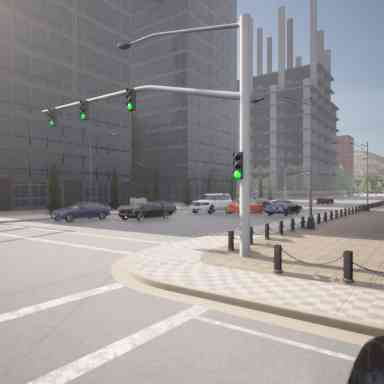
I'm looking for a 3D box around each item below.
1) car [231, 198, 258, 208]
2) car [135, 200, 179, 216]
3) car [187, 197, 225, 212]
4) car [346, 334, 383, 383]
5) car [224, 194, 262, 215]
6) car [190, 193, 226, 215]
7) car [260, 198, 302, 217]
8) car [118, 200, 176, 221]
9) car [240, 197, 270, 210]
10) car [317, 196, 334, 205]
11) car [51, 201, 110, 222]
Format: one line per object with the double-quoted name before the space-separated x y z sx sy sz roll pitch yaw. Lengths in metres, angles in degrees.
"car" 7.596 1.545 47.893 1.895 1.301 4.718 0 0 36
"car" -3.389 1.508 32.682 1.994 1.385 4.181 0 0 36
"car" 1.751 1.436 39.809 2.128 1.511 4.902 0 0 36
"car" 3.036 1.564 1.803 4.181 1.385 1.994 0 0 36
"car" 5.407 1.296 32.573 2.097 1.767 4.553 0 0 36
"car" 2.109 1.166 34.319 2.150 2.045 5.566 0 0 36
"car" 8.606 1.492 31.027 2.033 1.411 5.357 0 0 36
"car" -3.599 1.545 26.404 1.895 1.301 4.718 0 0 36
"car" 8.210 1.422 42.772 1.882 1.535 5.008 0 0 36
"car" 22.839 1.423 56.780 1.882 1.535 5.008 0 -1 36
"car" -8.468 1.470 25.645 1.812 1.442 4.674 0 0 38
